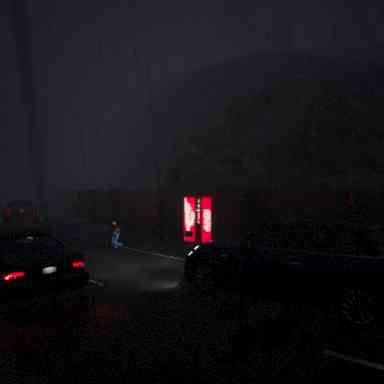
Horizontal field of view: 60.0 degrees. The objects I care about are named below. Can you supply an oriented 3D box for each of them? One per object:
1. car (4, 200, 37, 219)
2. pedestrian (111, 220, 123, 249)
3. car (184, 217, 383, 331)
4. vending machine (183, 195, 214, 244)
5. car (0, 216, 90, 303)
[{"bbox_3d":[-12.989,1.351,25.149,2.097,1.767,4.553,0,0,-29],"label":"car"},{"bbox_3d":[-2.947,1.573,12.939,0.375,1.300,0.375,0,0,-44],"label":"pedestrian"},{"bbox_3d":[2.008,1.352,7.134,4.553,1.767,2.097,0,0,37],"label":"car"},{"bbox_3d":[0.287,1.195,15.033,1.100,2.100,0.880,0,0,-45],"label":"vending machine"},{"bbox_3d":[-4.533,1.547,8.113,5.357,1.411,2.033,0,0,44],"label":"car"}]
